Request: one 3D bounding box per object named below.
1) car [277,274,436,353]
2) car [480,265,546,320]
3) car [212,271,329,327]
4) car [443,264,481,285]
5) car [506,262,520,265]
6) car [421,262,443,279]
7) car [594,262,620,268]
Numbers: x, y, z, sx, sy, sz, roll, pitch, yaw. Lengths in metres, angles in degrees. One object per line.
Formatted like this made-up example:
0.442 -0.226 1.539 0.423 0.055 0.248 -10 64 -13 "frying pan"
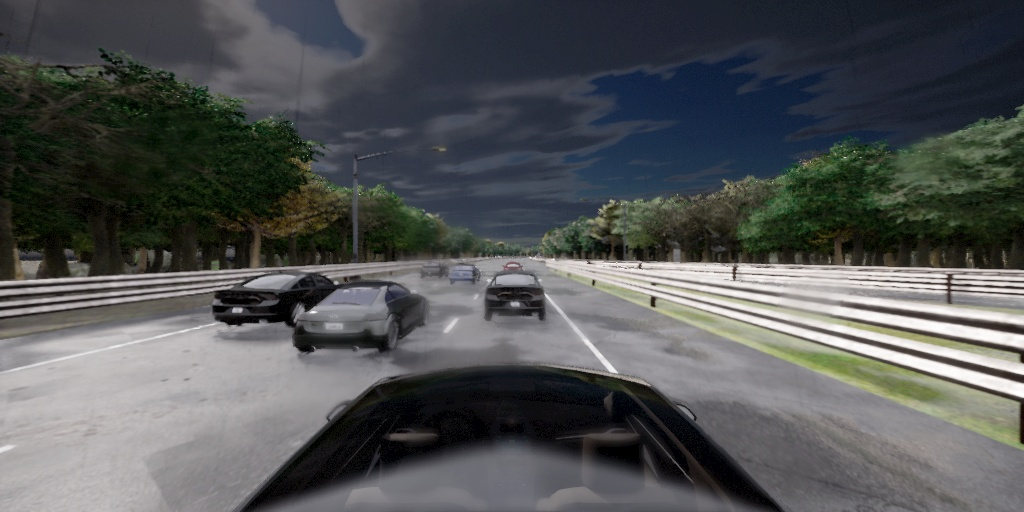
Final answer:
-3.398 1.318 8.874 1.994 1.385 4.181 0 0 0 "car"
0.106 1.234 12.678 1.882 1.535 5.008 0 0 0 "car"
-6.886 1.216 11.478 1.882 1.535 5.008 1 0 0 "car"
-3.380 1.310 26.546 2.033 1.411 5.357 1 0 0 "car"
0.109 1.301 33.635 1.812 1.442 4.674 0 0 0 "car"
-6.887 1.260 32.439 2.128 1.511 4.902 0 0 0 "car"
13.236 1.487 50.278 1.895 1.301 4.718 0 0 -14 "car"
